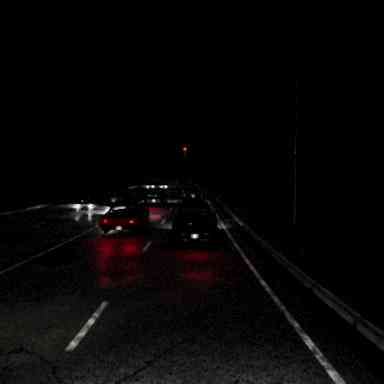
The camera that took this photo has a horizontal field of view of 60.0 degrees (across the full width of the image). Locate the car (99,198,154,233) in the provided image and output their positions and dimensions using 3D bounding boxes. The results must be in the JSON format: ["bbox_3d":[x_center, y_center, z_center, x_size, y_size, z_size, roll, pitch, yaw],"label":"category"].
[{"bbox_3d":[-3.400,1.279,17.703,1.895,1.301,4.718,0,3,0],"label":"car"}]

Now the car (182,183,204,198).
[{"bbox_3d":[0.098,0.308,31.964,2.097,1.767,4.553,0,3,0],"label":"car"}]

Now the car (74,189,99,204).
[{"bbox_3d":[-10.515,0.374,34.524,2.033,1.411,5.357,0,3,0],"label":"car"}]

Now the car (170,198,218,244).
[{"bbox_3d":[0.101,1.308,14.924,1.837,1.490,4.892,0,2,0],"label":"car"}]

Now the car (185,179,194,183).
[{"bbox_3d":[-0.465,-2.344,87.634,1.812,1.442,4.674,0,3,-2],"label":"car"}]

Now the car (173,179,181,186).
[{"bbox_3d":[-3.966,-2.369,87.534,1.812,1.442,4.674,0,3,-2],"label":"car"}]

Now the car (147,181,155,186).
[{"bbox_3d":[-11.019,-2.357,88.887,1.895,1.301,4.718,0,3,-2],"label":"car"}]

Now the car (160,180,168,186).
[{"bbox_3d":[-7.522,-2.417,89.080,2.128,1.511,4.902,0,3,-2],"label":"car"}]

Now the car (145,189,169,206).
[{"bbox_3d":[-3.400,0.463,31.841,1.837,1.490,4.892,0,2,0],"label":"car"}]

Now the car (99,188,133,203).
[{"bbox_3d":[-7.039,0.426,32.387,2.128,1.511,4.902,0,3,1],"label":"car"}]
